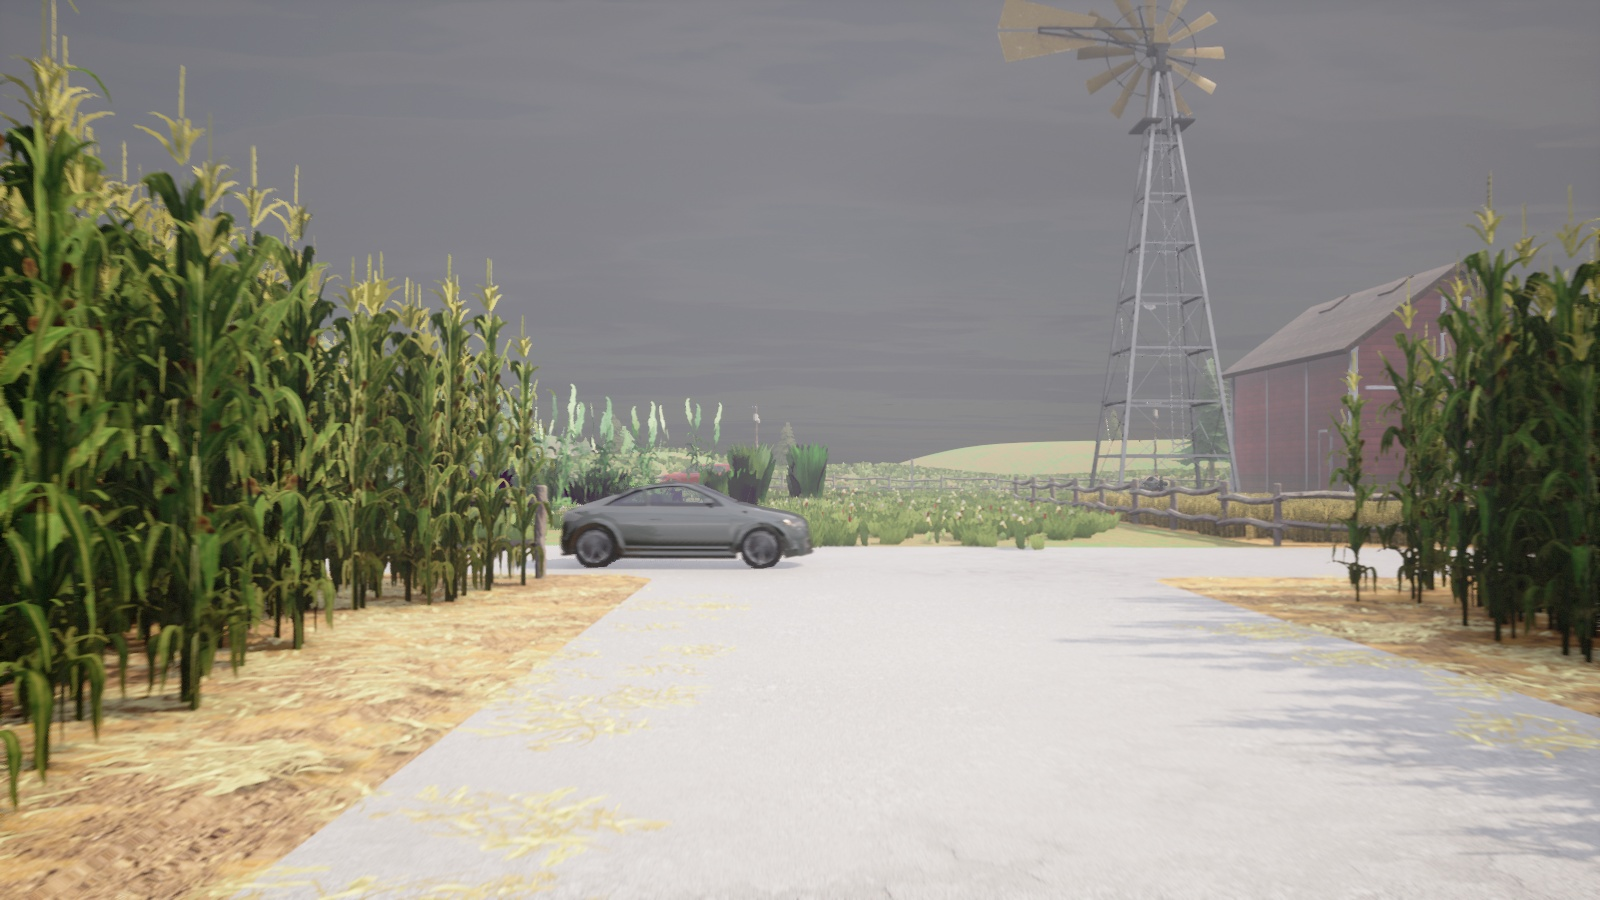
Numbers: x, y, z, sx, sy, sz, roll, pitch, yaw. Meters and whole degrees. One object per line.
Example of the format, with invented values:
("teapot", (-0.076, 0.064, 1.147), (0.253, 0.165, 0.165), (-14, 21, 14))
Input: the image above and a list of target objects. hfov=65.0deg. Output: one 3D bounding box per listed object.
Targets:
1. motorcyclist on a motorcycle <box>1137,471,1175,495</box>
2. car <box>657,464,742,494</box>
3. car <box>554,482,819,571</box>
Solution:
("motorcyclist on a motorcycle", (22.897, 2.111, 80.807), (2.191, 1.530, 0.866), (0, -1, 5))
("car", (-6.929, 2.014, 86.794), (5.566, 2.045, 2.150), (0, -1, 5))
("car", (-1.805, 1.236, 20.901), (4.181, 1.385, 1.994), (0, -1, 0))
